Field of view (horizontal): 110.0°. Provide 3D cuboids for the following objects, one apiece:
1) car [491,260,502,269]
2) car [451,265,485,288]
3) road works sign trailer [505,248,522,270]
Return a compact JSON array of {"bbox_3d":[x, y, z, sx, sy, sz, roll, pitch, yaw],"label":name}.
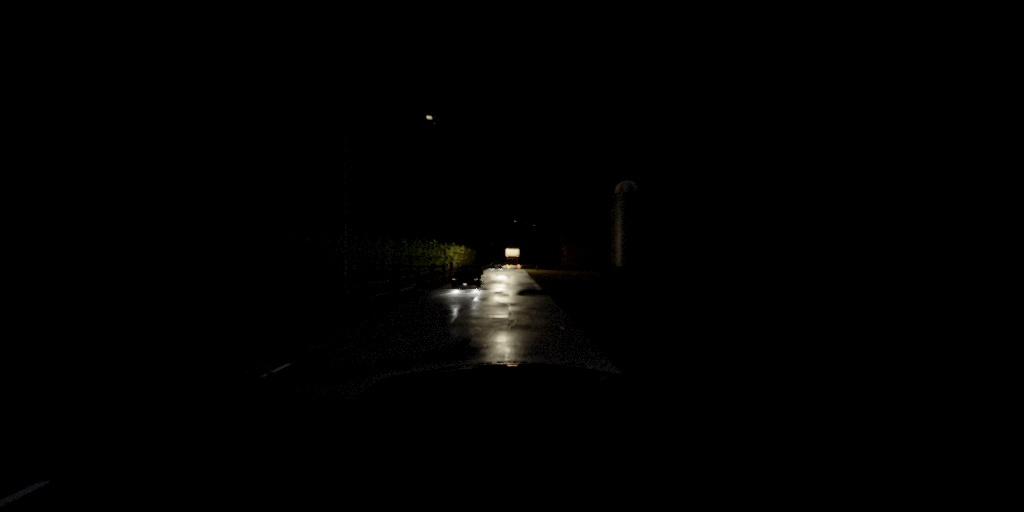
[{"bbox_3d":[-2.772,1.533,64.894,1.837,1.490,4.892,0,0,1],"label":"car"},{"bbox_3d":[-2.847,1.333,24.319,2.033,1.411,5.357,0,0,0],"label":"car"},{"bbox_3d":[0.057,0.461,60.282,2.380,3.560,2.880,0,0,-10],"label":"road works sign trailer"}]
